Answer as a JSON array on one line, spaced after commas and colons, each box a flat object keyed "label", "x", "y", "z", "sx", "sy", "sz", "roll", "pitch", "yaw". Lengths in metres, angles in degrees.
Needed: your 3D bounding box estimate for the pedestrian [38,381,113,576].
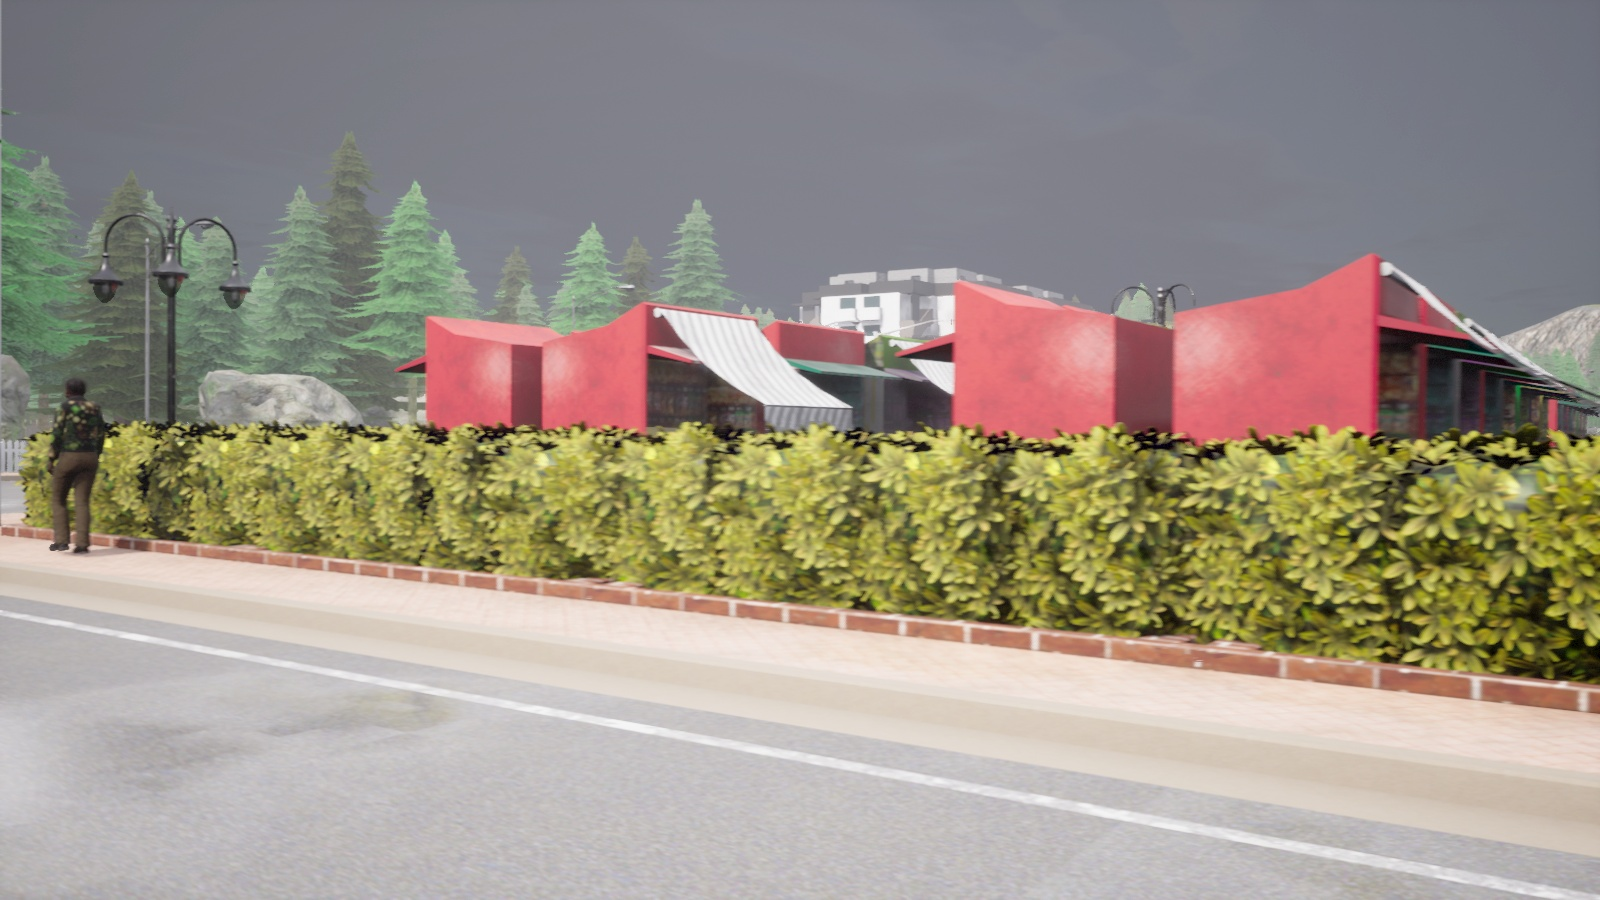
[{"label": "pedestrian", "x": -7.378, "y": 0.278, "z": 12.784, "sx": 0.692, "sy": 1.930, "sz": 0.395, "roll": 0, "pitch": 1, "yaw": 37}]
